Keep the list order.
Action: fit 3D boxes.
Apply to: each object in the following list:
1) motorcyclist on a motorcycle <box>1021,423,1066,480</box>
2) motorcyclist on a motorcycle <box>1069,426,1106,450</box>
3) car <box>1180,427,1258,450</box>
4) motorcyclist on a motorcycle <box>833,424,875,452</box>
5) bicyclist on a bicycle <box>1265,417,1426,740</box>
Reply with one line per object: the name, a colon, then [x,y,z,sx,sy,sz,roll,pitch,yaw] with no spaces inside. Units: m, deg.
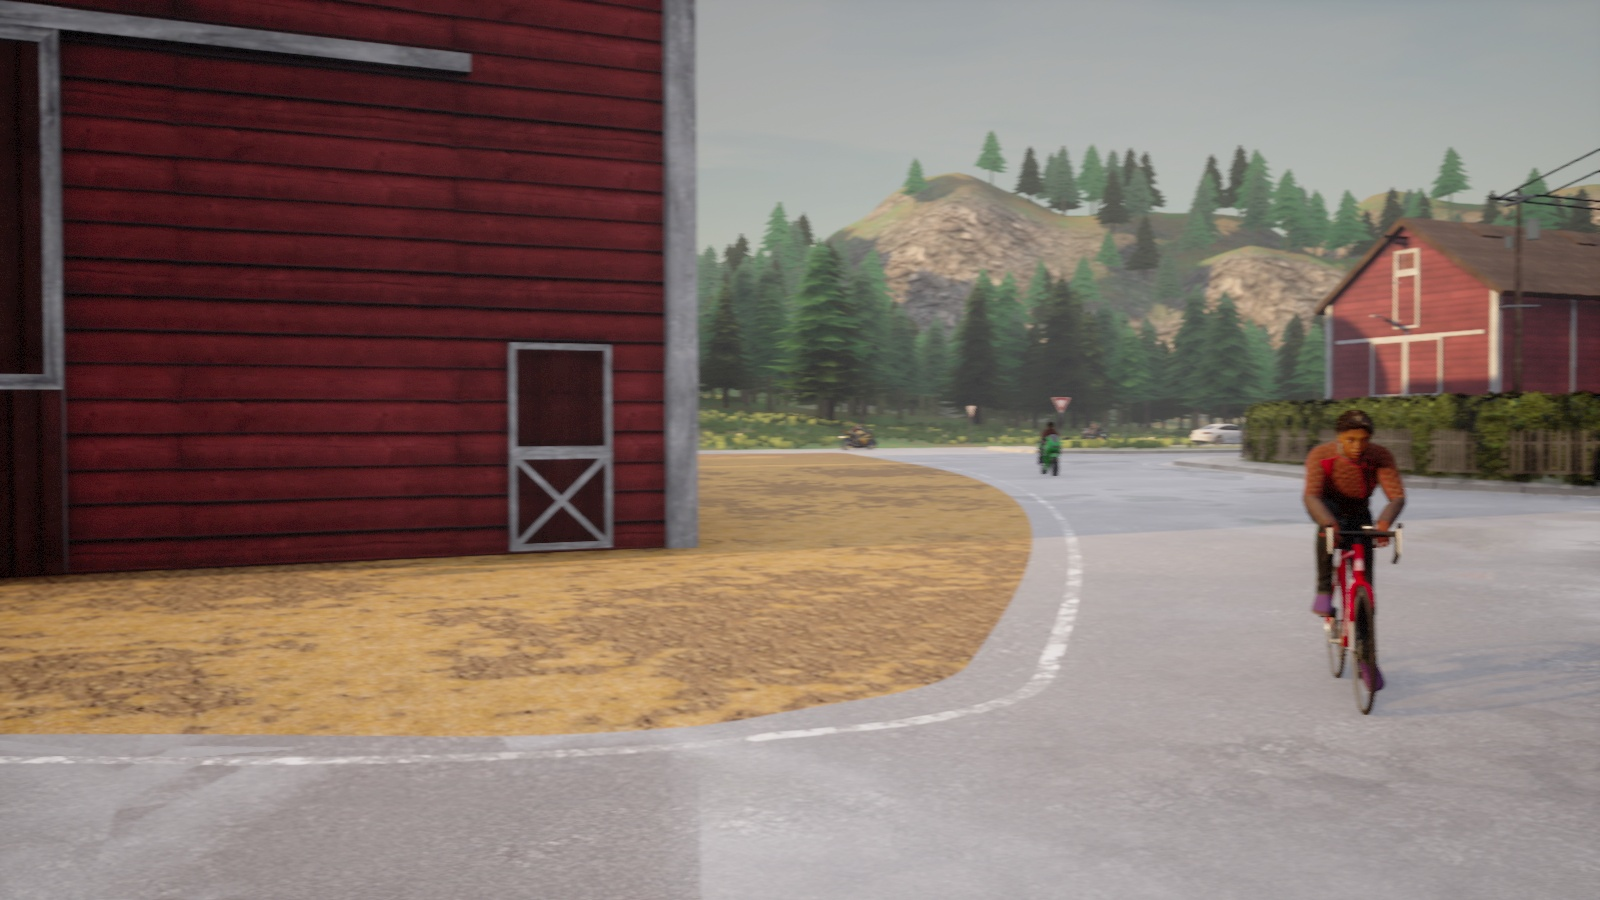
motorcyclist on a motorcycle: [6.707,0.025,34.707,0.797,1.523,2.044,0,1,-1]
motorcyclist on a motorcycle: [18.447,-0.781,80.550,2.191,1.530,0.866,0,1,-23]
car: [26.805,-0.752,80.325,4.674,1.442,1.812,0,1,-23]
motorcyclist on a motorcycle: [2.997,-0.672,70.122,2.191,1.530,0.866,-1,1,-23]
bicyclist on a bicycle: [3.053,0.622,7.163,0.582,1.620,1.656,0,2,15]
